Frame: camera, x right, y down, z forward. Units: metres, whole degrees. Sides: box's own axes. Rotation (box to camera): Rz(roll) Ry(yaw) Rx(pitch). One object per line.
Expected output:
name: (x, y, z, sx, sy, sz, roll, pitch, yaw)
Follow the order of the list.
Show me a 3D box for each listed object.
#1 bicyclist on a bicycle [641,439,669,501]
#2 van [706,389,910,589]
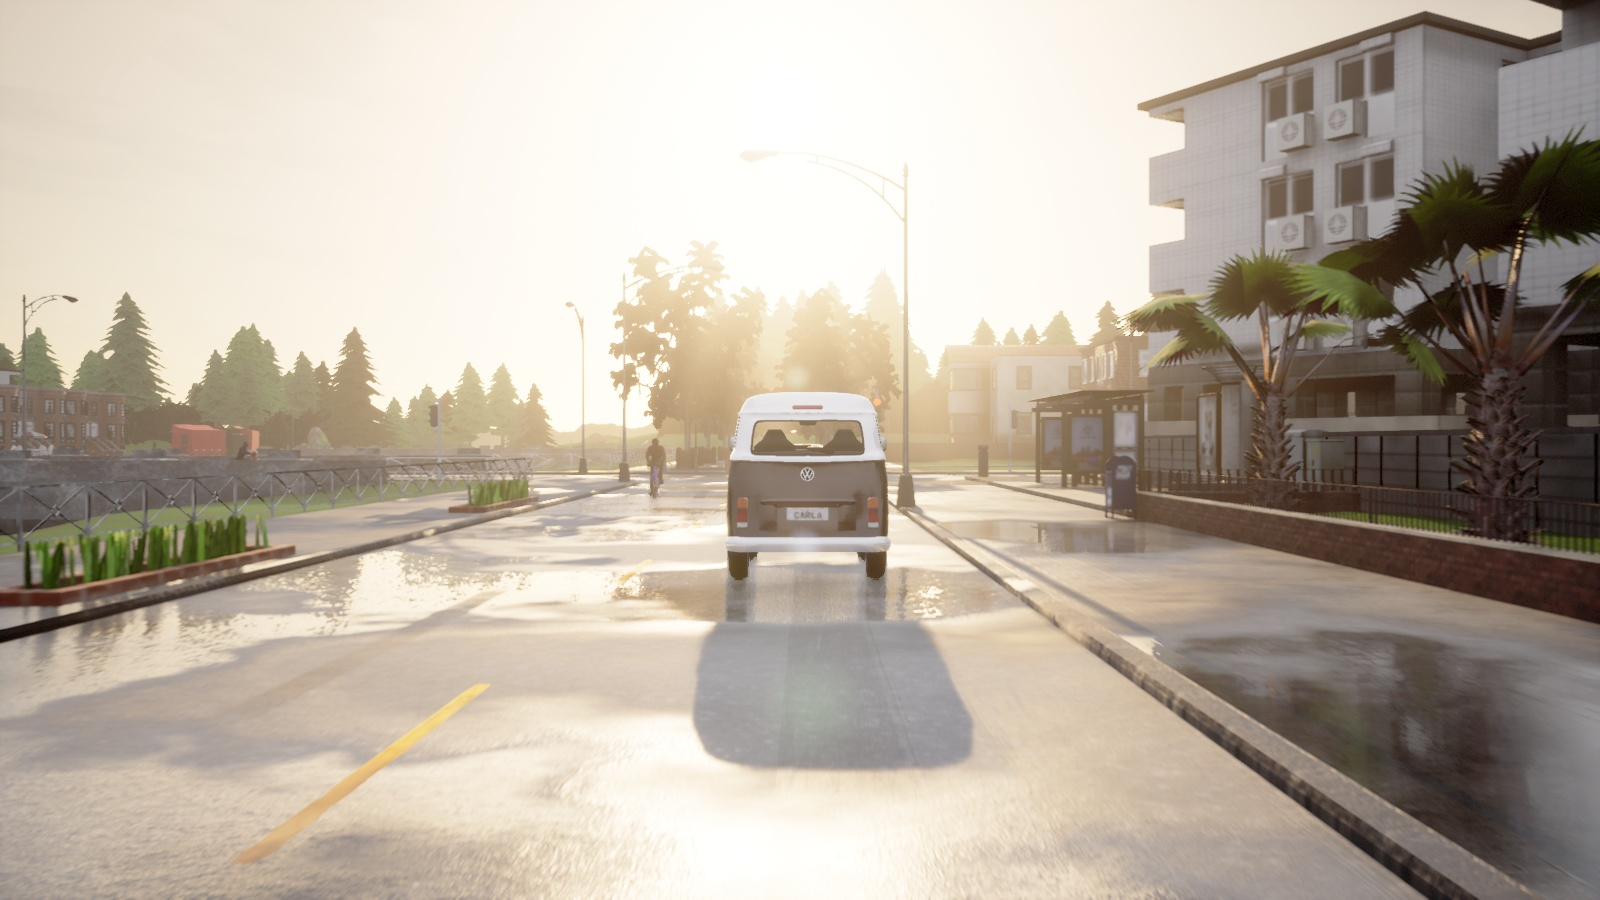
bicyclist on a bicycle: (-3.846, 0.508, 33.366, 0.582, 1.620, 1.656, 0, 1, 0)
van: (0.095, 0.385, 15.031, 2.069, 2.038, 4.480, 0, 0, 0)
